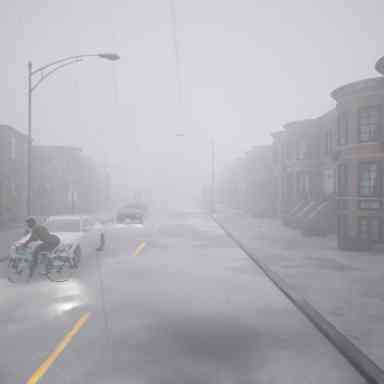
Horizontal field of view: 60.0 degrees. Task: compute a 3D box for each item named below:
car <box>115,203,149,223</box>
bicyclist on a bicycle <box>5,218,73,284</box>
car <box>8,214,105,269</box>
[{"bbox_3d":[-4.460,1.548,25.634,2.033,1.411,5.357,0,0,-1],"label":"car"},{"bbox_3d":[-3.742,1.454,8.111,1.656,1.620,0.582,-2,0,-1],"label":"bicyclist on a bicycle"},{"bbox_3d":[-4.253,1.526,11.249,1.812,1.442,4.674,0,0,-1],"label":"car"}]
